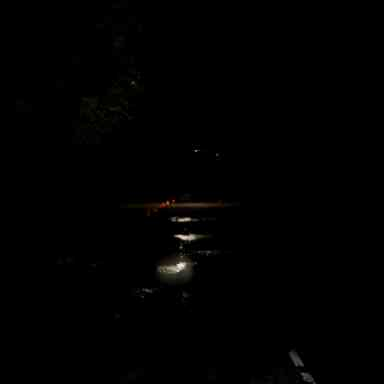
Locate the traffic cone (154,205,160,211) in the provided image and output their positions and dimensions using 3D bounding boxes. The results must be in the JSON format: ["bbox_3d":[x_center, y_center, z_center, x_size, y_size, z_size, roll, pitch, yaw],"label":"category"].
[{"bbox_3d":[-3.760,1.661,33.983,0.340,0.580,0.340,0,1,0],"label":"traffic cone"}]

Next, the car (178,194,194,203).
[{"bbox_3d":[-0.858,0.971,54.743,2.033,1.411,5.357,0,1,9],"label":"car"}]

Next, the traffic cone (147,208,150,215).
[{"bbox_3d":[-3.774,1.727,28.984,0.340,0.580,0.340,0,1,0],"label":"traffic cone"}]
